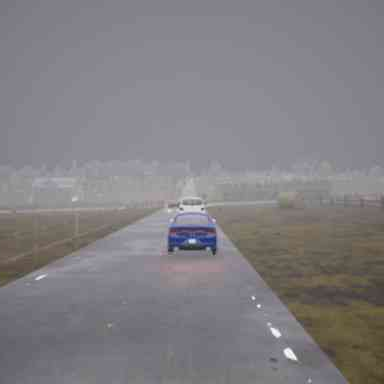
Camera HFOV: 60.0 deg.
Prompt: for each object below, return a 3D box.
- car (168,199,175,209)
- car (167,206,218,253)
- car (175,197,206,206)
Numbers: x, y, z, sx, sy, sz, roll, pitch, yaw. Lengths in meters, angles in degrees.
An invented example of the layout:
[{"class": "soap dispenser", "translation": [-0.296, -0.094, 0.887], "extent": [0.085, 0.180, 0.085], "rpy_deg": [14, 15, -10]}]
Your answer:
[{"class": "car", "translation": [-2.759, 1.865, 52.836], "extent": [1.882, 1.535, 5.008], "rpy_deg": [0, -1, 0]}, {"class": "car", "translation": [0.030, 1.598, 14.235], "extent": [1.882, 1.535, 5.008], "rpy_deg": [0, 0, 0]}, {"class": "car", "translation": [0.016, 1.447, 27.583], "extent": [2.150, 2.045, 5.566], "rpy_deg": [0, 0, 0]}]
